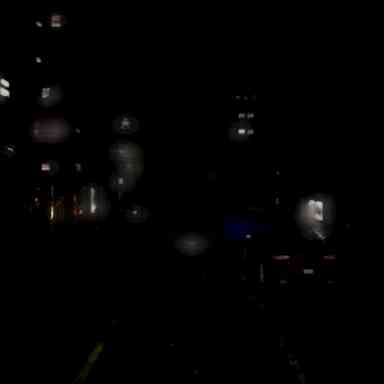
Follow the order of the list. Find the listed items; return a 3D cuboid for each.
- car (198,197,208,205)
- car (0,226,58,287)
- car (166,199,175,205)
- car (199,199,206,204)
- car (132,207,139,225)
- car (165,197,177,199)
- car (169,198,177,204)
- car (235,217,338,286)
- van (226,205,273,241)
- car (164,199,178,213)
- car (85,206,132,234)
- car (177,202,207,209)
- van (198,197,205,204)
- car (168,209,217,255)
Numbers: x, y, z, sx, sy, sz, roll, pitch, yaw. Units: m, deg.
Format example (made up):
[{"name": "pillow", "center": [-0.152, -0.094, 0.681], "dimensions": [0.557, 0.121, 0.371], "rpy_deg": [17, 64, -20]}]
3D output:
[{"name": "car", "center": [2.630, 2.326, 75.600], "dimensions": [1.947, 1.339, 4.313], "rpy_deg": [0, -1, 0]}, {"name": "car", "center": [-5.306, 1.684, 9.597], "dimensions": [1.802, 1.307, 4.206], "rpy_deg": [0, -1, 0]}, {"name": "car", "center": [-5.246, 2.358, 81.158], "dimensions": [1.887, 1.381, 4.507], "rpy_deg": [0, -1, 0]}, {"name": "car", "center": [2.639, 2.447, 86.703], "dimensions": [1.802, 1.307, 4.206], "rpy_deg": [0, -1, 0]}, {"name": "car", "center": [-5.292, 1.825, 26.360], "dimensions": [2.008, 1.369, 4.403], "rpy_deg": [0, -1, 0]}, {"name": "car", "center": [-5.250, 2.075, 75.609], "dimensions": [2.192, 1.841, 5.009], "rpy_deg": [0, -1, 0]}, {"name": "car", "center": [-5.236, 2.462, 92.262], "dimensions": [1.887, 1.381, 4.507], "rpy_deg": [0, -1, 0]}, {"name": "car", "center": [2.575, 1.646, 9.591], "dimensions": [1.887, 1.381, 4.507], "rpy_deg": [0, -1, 0]}, {"name": "van", "center": [2.580, 1.501, 15.181], "dimensions": [1.690, 1.788, 3.998], "rpy_deg": [0, -1, 0]}, {"name": "car", "center": [-2.736, 1.988, 45.155], "dimensions": [1.812, 1.442, 4.674], "rpy_deg": [0, -1, 1]}, {"name": "car", "center": [-5.296, 1.762, 20.772], "dimensions": [1.887, 1.381, 4.507], "rpy_deg": [0, -1, 0]}, {"name": "car", "center": [0.046, 1.859, 28.451], "dimensions": [1.994, 1.385, 4.181], "rpy_deg": [0, 0, 1]}, {"name": "van", "center": [2.645, 2.258, 92.258], "dimensions": [1.690, 1.788, 3.998], "rpy_deg": [0, -1, 0]}, {"name": "car", "center": [0.038, 1.672, 13.891], "dimensions": [1.812, 1.442, 4.674], "rpy_deg": [0, 0, 1]}]
